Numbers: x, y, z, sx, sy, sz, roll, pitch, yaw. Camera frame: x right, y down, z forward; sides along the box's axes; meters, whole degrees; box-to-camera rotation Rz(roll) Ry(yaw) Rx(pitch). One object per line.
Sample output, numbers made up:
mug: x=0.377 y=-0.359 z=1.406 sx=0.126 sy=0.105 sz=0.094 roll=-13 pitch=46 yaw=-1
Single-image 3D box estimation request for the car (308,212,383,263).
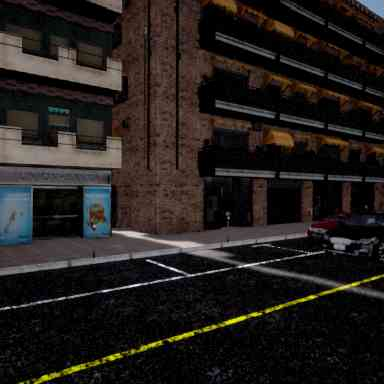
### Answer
car: x=6.688 y=1.492 z=12.014 sx=4.902 sy=1.511 sz=2.128 roll=0 pitch=0 yaw=-36
